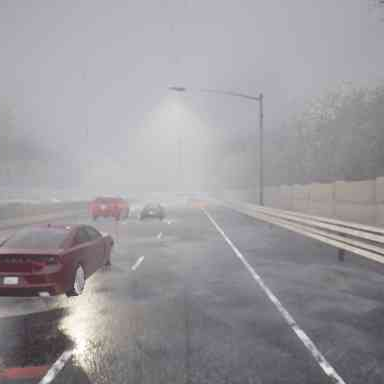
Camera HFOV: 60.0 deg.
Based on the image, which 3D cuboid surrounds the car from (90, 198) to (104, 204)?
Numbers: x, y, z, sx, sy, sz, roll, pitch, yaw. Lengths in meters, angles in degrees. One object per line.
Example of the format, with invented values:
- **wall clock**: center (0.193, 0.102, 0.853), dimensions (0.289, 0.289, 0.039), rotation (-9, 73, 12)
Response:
- **car**: center (-21.005, 1.937, 73.877), dimensions (1.994, 1.385, 4.181), rotation (0, 0, 0)

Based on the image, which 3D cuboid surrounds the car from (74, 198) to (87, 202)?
- **car**: center (-24.506, 1.980, 73.846), dimensions (1.895, 1.301, 4.718), rotation (0, 0, 0)

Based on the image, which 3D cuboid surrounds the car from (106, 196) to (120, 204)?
- **car**: center (-17.506, 1.740, 73.909), dimensions (2.097, 1.767, 4.553), rotation (0, 0, 0)

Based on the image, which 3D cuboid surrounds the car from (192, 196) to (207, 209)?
- **car**: center (1.221, 1.748, 49.404), dimensions (1.801, 1.575, 5.366), rotation (0, 0, 0)

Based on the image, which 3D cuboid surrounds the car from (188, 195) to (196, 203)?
- **car**: center (-0.006, 1.752, 84.633), dimensions (2.097, 1.767, 4.553), rotation (0, 0, 0)

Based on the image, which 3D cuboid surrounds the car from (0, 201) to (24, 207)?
- **car**: center (-17.594, 1.684, 31.830), dimensions (1.837, 1.490, 4.892), rotation (0, 0, 0)

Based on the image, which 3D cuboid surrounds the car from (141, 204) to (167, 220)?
- **car**: center (-3.400, 1.733, 29.950), dimensions (1.994, 1.385, 4.181), rotation (0, 0, 0)

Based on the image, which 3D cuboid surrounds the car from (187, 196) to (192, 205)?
- **car**: center (-0.005, 2.017, 68.012), dimensions (1.895, 1.301, 4.718), rotation (0, 0, 0)

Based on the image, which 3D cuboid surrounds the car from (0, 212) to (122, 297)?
- **car**: center (-3.401, 1.527, 8.733), dimensions (1.882, 1.535, 5.008), rotation (0, 0, 0)

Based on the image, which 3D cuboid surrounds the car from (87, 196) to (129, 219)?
- **car**: center (-6.907, 1.382, 28.563), dimensions (2.150, 2.045, 5.566), rotation (0, 0, 0)
